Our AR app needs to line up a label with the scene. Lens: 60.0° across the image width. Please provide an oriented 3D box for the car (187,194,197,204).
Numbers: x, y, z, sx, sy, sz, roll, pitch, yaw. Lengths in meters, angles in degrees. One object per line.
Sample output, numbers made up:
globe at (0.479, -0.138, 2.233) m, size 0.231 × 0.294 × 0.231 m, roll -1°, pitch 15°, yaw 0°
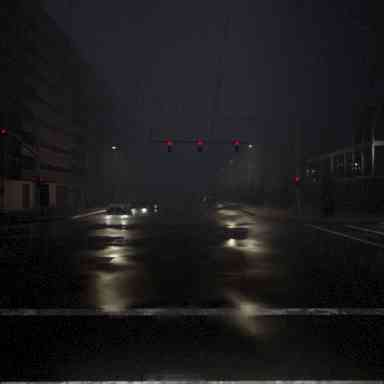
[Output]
car at (0.001, 1.562, 64.646) m, size 1.994 × 1.385 × 4.181 m, roll 0°, pitch 0°, yaw 1°

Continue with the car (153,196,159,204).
car at (-7.203, 1.524, 61.274) m, size 1.812 × 1.442 × 4.674 m, roll 0°, pitch 0°, yaw 1°

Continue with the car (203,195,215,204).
car at (3.500, 1.490, 64.735) m, size 2.128 × 1.511 × 4.902 m, roll 0°, pitch 0°, yaw 1°

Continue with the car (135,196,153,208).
car at (-7.376, 1.600, 48.474) m, size 1.895 × 1.301 × 4.718 m, roll 0°, pitch 0°, yaw 1°

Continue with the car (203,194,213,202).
car at (3.511, 1.353, 74.600) m, size 2.097 × 1.767 × 4.553 m, roll 0°, pitch 0°, yaw 1°

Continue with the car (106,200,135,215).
car at (-7.450, 1.525, 34.395) m, size 1.812 × 1.442 × 4.674 m, roll 0°, pitch 0°, yaw 0°
